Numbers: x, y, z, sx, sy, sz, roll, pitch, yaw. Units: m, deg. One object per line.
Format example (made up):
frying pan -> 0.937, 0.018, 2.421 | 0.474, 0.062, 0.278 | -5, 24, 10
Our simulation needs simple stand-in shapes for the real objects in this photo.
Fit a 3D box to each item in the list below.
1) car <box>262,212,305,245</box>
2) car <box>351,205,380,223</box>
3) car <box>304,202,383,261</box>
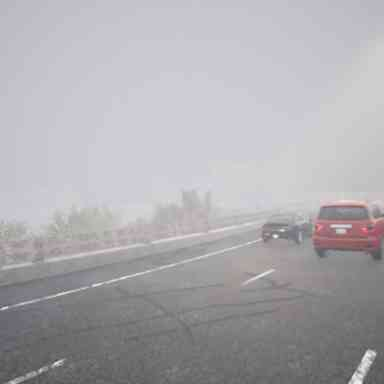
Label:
car -> 5.261, 1.865, 17.895 | 1.837, 1.490, 4.892 | -3, -2, 32
car -> 15.606, 1.928, 30.058 | 1.994, 1.385, 4.181 | -3, -2, 24
car -> 6.480, 1.405, 13.302 | 2.150, 2.045, 5.566 | -3, -2, 34
